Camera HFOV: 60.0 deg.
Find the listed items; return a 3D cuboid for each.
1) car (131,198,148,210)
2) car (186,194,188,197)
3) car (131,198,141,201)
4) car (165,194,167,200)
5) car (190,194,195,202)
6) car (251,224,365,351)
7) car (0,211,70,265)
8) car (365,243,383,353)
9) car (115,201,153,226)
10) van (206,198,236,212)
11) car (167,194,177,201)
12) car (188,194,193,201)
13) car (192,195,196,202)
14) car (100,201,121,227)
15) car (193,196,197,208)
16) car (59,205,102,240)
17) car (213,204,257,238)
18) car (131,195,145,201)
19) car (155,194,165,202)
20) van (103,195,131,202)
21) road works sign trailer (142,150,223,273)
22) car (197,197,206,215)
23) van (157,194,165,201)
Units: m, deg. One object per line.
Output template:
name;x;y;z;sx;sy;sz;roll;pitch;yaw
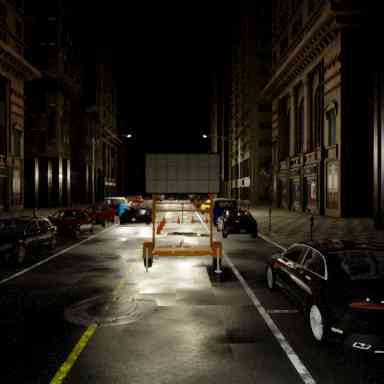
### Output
car;-7.062;1.542;45.035;1.752;1.417;4.829;0;0;-2
car;0.150;1.372;90.396;2.192;1.841;5.009;0;0;-2
car;-6.741;1.562;33.973;2.008;1.369;4.403;0;0;-2
car;-8.208;1.617;84.517;1.947;1.339;4.313;0;0;-2
car;1.123;1.549;56.868;1.752;1.417;4.829;0;0;-2
car;2.594;1.552;6.150;2.008;1.369;4.403;0;0;-2
car;-6.090;1.553;11.515;2.008;1.369;4.403;0;0;-2
car;2.757;1.315;0.534;2.192;1.841;5.009;0;0;-2
car;-3.765;1.570;23.177;1.994;1.385;4.181;0;0;-2
van;2.106;1.347;22.999;1.690;1.788;3.998;0;0;-2
car;-5.602;1.535;90.000;1.882;1.535;5.008;0;0;-2
car;0.802;1.600;67.931;1.947;1.339;4.313;0;0;-2
car;1.291;1.601;51.081;1.802;1.307;4.206;0;0;-2
car;-6.416;1.551;22.741;1.887;1.381;4.507;0;0;-2
car;1.454;1.599;45.465;1.802;1.307;4.206;0;0;-2
car;-6.253;1.549;17.125;1.887;1.381;4.507;0;0;-2
car;2.268;1.555;17.383;2.008;1.369;4.403;0;0;-2
car;-6.904;1.329;39.589;2.192;1.841;5.009;0;0;-2
car;-8.045;1.628;78.901;1.802;1.307;4.206;0;0;-2
van;-6.578;1.350;28.357;1.690;1.788;3.998;0;0;-2
road works sign trailer;-0.301;0.466;10.673;2.380;3.560;2.880;0;0;-2
car;1.775;1.537;34.402;1.752;1.417;4.829;0;0;-2
van;-8.370;1.398;90.133;1.690;1.788;3.998;0;0;-2
